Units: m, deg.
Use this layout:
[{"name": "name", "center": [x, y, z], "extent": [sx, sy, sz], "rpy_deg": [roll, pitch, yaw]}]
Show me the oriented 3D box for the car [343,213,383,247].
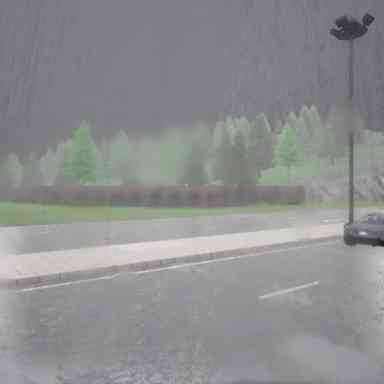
[{"name": "car", "center": [8.269, 1.573, 14.066], "extent": [4.181, 1.385, 1.994], "rpy_deg": [0, 0, -35]}]
